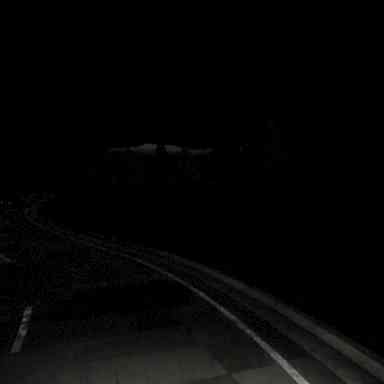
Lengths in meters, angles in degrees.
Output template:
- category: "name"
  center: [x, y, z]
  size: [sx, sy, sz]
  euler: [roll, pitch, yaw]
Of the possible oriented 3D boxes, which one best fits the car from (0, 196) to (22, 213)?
- category: "car"
  center: [-21.989, 1.452, 40.453]
  size: [2.150, 2.045, 5.566]
  euler: [0, 0, -27]
